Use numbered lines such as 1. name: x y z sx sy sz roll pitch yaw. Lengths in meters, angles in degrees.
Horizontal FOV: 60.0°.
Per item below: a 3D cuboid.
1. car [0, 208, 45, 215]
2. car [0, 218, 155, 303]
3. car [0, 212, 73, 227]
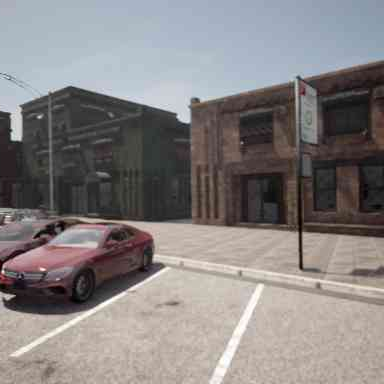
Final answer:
1. car: -7.180 1.443 12.343 2.185 1.767 4.553 0 0 19
2. car: -2.526 1.541 8.536 2.002 1.452 4.674 0 0 19
3. car: -4.869 1.563 10.395 2.163 1.488 4.792 0 0 19
